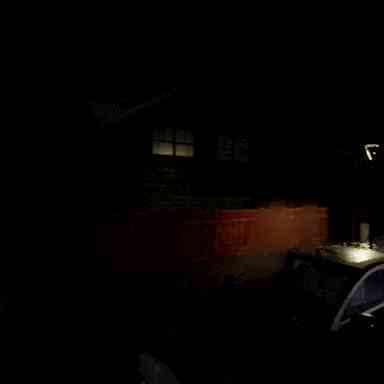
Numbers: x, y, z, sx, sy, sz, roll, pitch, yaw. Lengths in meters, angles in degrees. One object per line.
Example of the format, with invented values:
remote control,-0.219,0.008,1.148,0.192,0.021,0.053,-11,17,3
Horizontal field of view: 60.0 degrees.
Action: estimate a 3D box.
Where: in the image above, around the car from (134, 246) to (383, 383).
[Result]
car,1.657,1.531,4.257,4.902,1.511,2.128,1,0,-36
